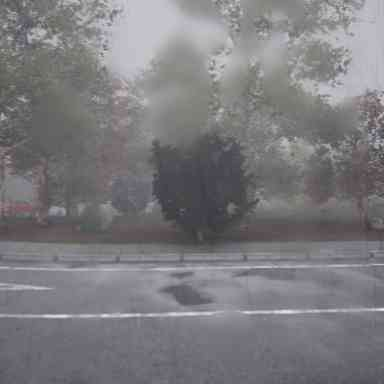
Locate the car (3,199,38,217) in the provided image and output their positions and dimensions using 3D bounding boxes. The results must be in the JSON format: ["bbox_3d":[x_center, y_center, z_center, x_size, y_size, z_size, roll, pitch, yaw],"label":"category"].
[{"bbox_3d":[-21.428,1.975,40.927,2.150,2.045,5.566,0,-3,15],"label":"car"}]
